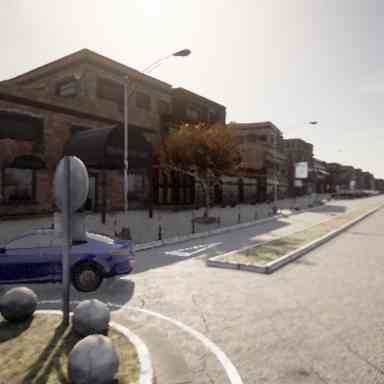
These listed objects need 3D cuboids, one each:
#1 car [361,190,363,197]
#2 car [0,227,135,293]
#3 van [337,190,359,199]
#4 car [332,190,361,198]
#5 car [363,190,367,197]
[{"bbox_3d":[39.020,0.806,82.429,4.792,1.488,2.163,-1,0,35],"label":"car"},{"bbox_3d":[-3.809,1.631,8.443,4.674,1.442,1.812,0,-2,-7],"label":"car"},{"bbox_3d":[37.433,0.565,79.991,4.442,1.987,1.878,-1,0,35],"label":"van"},{"bbox_3d":[35.728,0.553,77.794,5.566,2.045,2.435,-1,0,35],"label":"car"},{"bbox_3d":[40.484,0.510,84.640,5.566,2.045,2.435,-1,0,35],"label":"car"}]
